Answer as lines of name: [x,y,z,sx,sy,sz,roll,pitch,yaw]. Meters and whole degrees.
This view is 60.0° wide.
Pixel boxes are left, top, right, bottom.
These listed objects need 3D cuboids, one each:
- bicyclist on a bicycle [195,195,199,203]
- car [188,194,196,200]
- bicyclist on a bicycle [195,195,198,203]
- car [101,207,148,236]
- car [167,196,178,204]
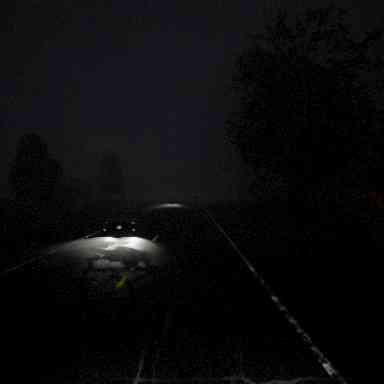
bicyclist on a bicycle: [0.973,1.404,61.469,0.582,1.620,1.656,0,0,0]
car: [0.013,1.364,85.468,2.033,1.411,5.357,0,0,0]
bicyclist on a bicycle: [0.974,1.394,70.438,0.582,1.620,1.656,0,0,0]
car: [-3.596,1.554,18.366,1.994,1.385,4.181,0,0,0]
car: [-3.522,1.445,60.798,2.128,1.511,4.902,0,0,1]
